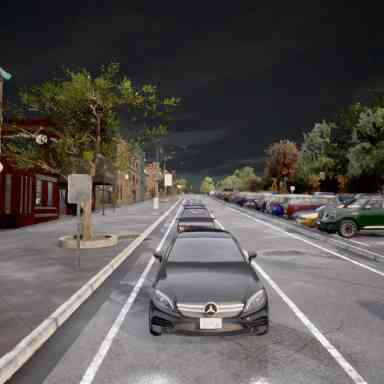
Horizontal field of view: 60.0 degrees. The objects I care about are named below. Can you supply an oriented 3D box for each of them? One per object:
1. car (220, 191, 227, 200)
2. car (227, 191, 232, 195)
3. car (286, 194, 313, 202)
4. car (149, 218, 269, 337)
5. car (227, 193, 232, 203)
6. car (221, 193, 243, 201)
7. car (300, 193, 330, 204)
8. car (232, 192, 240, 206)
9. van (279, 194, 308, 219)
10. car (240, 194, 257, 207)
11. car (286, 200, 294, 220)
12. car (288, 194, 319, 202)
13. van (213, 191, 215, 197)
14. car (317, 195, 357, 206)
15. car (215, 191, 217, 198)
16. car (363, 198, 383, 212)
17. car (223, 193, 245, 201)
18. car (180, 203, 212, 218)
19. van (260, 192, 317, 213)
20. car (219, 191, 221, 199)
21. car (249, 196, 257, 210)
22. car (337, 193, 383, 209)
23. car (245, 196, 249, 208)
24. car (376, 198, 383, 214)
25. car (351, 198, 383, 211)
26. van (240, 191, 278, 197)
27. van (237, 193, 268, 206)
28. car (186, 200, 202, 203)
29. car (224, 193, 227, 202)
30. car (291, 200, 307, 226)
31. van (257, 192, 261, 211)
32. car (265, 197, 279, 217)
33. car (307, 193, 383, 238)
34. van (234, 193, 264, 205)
[{"bbox_3d":[8.890,0.963,64.719,5.566,2.045,2.435,0,1,0],"label":"car"},{"bbox_3d":[8.992,1.139,59.114,4.553,1.767,2.185,0,1,0],"label":"car"},{"bbox_3d":[21.980,1.188,67.994,4.892,1.521,2.231,0,1,0],"label":"car"},{"bbox_3d":[0.250,1.524,6.849,1.812,1.442,4.674,0,0,0],"label":"car"},{"bbox_3d":[8.975,1.290,56.312,4.892,1.521,2.231,0,1,0],"label":"car"},{"bbox_3d":[8.825,1.014,73.130,4.553,1.767,2.185,0,1,0],"label":"car"},{"bbox_3d":[22.067,1.136,59.666,4.553,1.767,2.185,0,1,0],"label":"car"},{"bbox_3d":[9.016,1.113,47.900,5.566,2.045,2.435,0,1,0],"label":"car"},{"bbox_3d":[9.328,1.237,25.469,4.442,1.987,1.878,0,0,0],"label":"van"},{"bbox_3d":[9.092,1.409,42.294,4.892,1.521,2.231,0,0,0],"label":"car"},{"bbox_3d":[9.235,1.506,22.665,4.674,1.452,2.002,0,0,0],"label":"car"},{"bbox_3d":[21.810,1.209,65.216,5.366,1.575,1.946,0,0,0],"label":"car"},{"bbox_3d":[8.614,0.764,89.946,4.442,1.987,1.878,0,1,0],"label":"van"},{"bbox_3d":[22.285,1.332,51.340,5.366,1.575,1.946,0,1,0],"label":"car"},{"bbox_3d":[8.788,1.065,81.540,5.008,1.535,2.097,0,1,0],"label":"car"},{"bbox_3d":[22.172,1.469,37.454,4.792,1.488,2.163,0,0,0],"label":"car"},{"bbox_3d":[8.846,1.039,70.326,4.553,1.767,2.185,0,1,0],"label":"car"},{"bbox_3d":[0.187,1.532,17.428,2.033,1.411,5.357,0,0,0],"label":"car"},{"bbox_3d":[9.053,1.230,31.077,4.442,1.987,1.878,0,0,0],"label":"van"},{"bbox_3d":[8.869,0.938,67.522,5.566,2.045,2.435,0,1,0],"label":"car"},{"bbox_3d":[9.157,1.470,36.683,4.792,1.488,2.163,0,0,0],"label":"car"},{"bbox_3d":[22.132,1.153,43.010,5.566,2.045,2.435,0,0,0],"label":"car"},{"bbox_3d":[9.104,1.466,39.491,4.674,1.452,2.002,0,0,0],"label":"car"},{"bbox_3d":[22.407,1.444,34.683,5.366,1.575,1.946,0,0,0],"label":"car"},{"bbox_3d":[22.210,1.452,40.237,4.792,1.488,2.163,0,0,0],"label":"car"},{"bbox_3d":[9.182,1.163,45.101,4.442,1.987,1.878,0,0,0],"label":"van"},{"bbox_3d":[9.140,1.114,50.705,4.442,1.987,1.878,0,1,0],"label":"van"},{"bbox_3d":[0.209,1.442,29.876,2.128,1.511,4.902,0,0,0],"label":"car"},{"bbox_3d":[8.937,1.279,61.919,4.674,1.452,2.002,0,1,0],"label":"car"},{"bbox_3d":[9.068,1.466,19.860,5.366,1.575,1.946,0,0,0],"label":"car"},{"bbox_3d":[9.265,1.222,33.880,4.442,1.987,1.878,0,0,0],"label":"van"},{"bbox_3d":[9.185,1.460,28.271,5.008,1.535,2.097,0,0,0],"label":"car"},{"bbox_3d":[9.246,1.221,17.058,5.566,2.045,2.435,0,0,0],"label":"car"},{"bbox_3d":[9.119,1.089,53.508,4.442,1.987,1.878,0,1,0],"label":"van"}]
